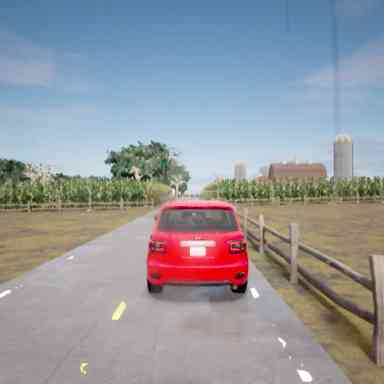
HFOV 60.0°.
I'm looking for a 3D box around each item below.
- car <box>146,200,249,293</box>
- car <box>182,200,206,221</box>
[{"bbox_3d":[0.117,1.214,8.959,2.150,2.045,5.566,0,0,0],"label":"car"},{"bbox_3d":[0.161,1.462,28.126,1.837,1.490,4.892,0,0,0],"label":"car"}]
